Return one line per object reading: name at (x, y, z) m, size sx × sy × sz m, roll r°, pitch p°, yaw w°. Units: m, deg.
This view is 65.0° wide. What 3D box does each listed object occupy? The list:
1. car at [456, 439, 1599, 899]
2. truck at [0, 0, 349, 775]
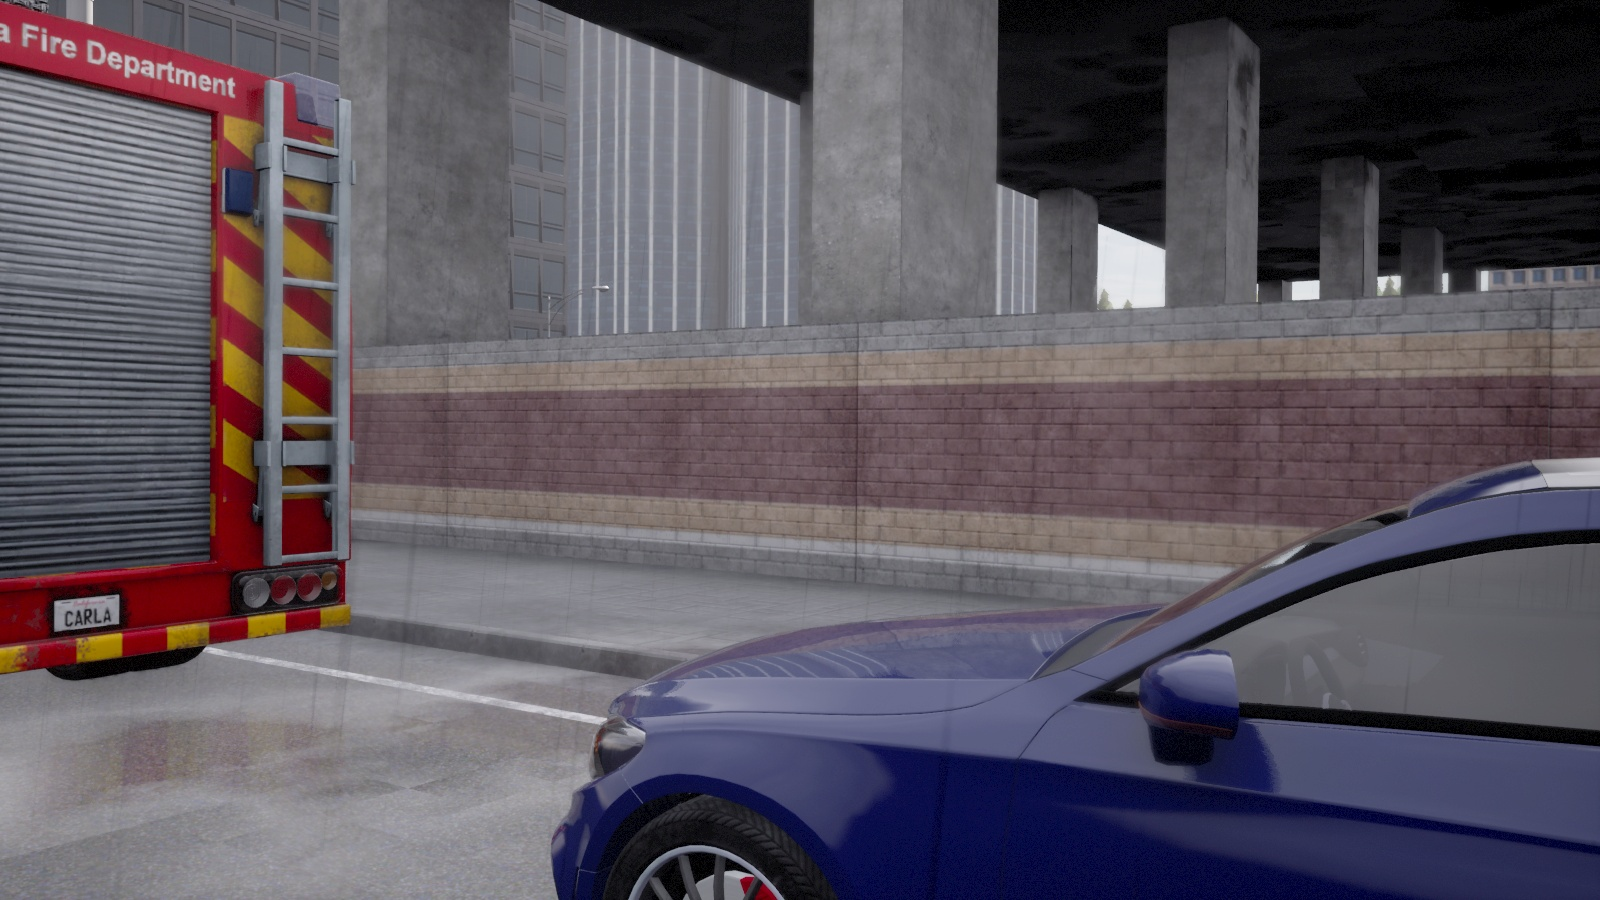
car at (1.618, 0.708, 2.546) m, size 4.674 × 1.442 × 1.812 m, roll 0°, pitch 1°, yaw 33°
truck at (-6.880, -0.483, 8.172) m, size 8.468 × 3.827 × 2.891 m, roll 0°, pitch 1°, yaw 34°
